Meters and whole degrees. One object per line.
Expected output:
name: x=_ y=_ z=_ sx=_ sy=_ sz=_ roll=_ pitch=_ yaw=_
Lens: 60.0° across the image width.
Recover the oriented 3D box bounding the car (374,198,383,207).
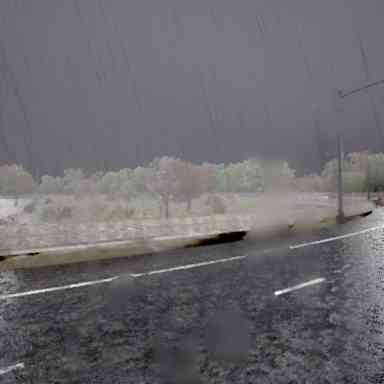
car: x=36.905 y=1.870 z=64.264 sx=2.097 sy=1.767 sz=4.553 roll=0 pitch=0 yaw=14
